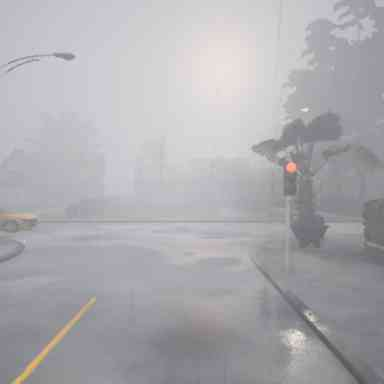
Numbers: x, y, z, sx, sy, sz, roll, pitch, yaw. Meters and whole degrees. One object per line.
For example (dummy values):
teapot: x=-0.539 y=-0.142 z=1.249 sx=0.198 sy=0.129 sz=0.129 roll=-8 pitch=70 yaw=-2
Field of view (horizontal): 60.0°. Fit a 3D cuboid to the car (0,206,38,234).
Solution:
car: x=-11.391 y=1.499 z=18.867 sx=5.008 sy=1.535 sz=1.882 roll=0 pitch=0 yaw=0
